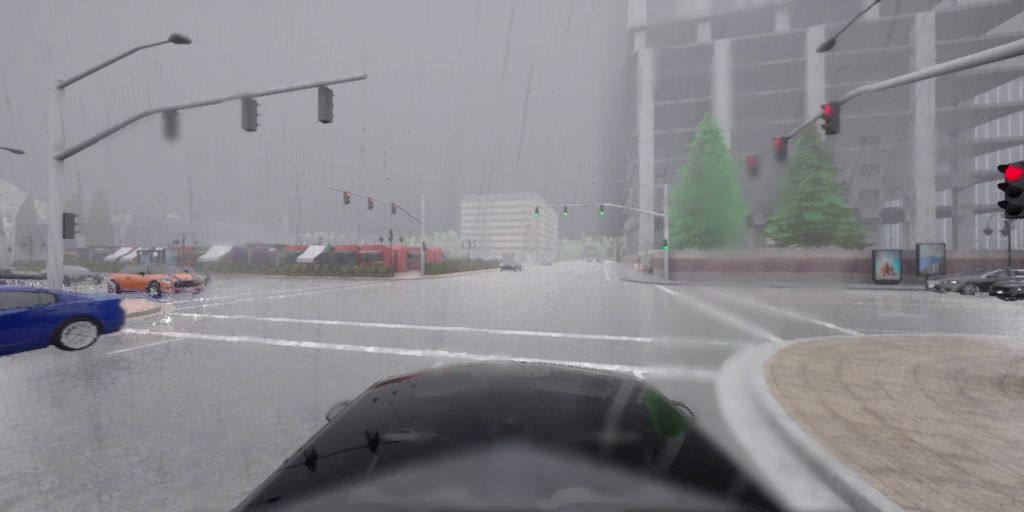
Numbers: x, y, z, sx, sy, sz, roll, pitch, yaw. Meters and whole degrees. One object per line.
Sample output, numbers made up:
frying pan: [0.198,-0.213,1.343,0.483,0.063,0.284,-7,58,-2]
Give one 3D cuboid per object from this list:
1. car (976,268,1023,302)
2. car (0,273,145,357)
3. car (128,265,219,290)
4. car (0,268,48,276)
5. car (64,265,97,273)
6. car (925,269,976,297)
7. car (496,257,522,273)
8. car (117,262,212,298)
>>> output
car: [24.245,1.369,15.487,4.892,1.490,1.837,0,0,15]
car: [-10.282,1.287,6.326,1.882,1.535,5.008,0,1,10]
car: [-22.440,1.356,23.819,4.902,1.511,2.128,0,0,15]
car: [-32.584,1.456,22.842,4.718,1.301,1.895,0,0,15]
car: [-32.658,1.394,26.480,4.674,1.442,1.812,1,0,15]
car: [25.182,1.368,18.860,4.902,1.511,2.128,0,0,15]
car: [-0.112,1.201,47.650,2.097,1.767,4.553,0,-1,14]
car: [-19.010,1.205,19.307,4.553,1.767,2.097,0,0,15]
